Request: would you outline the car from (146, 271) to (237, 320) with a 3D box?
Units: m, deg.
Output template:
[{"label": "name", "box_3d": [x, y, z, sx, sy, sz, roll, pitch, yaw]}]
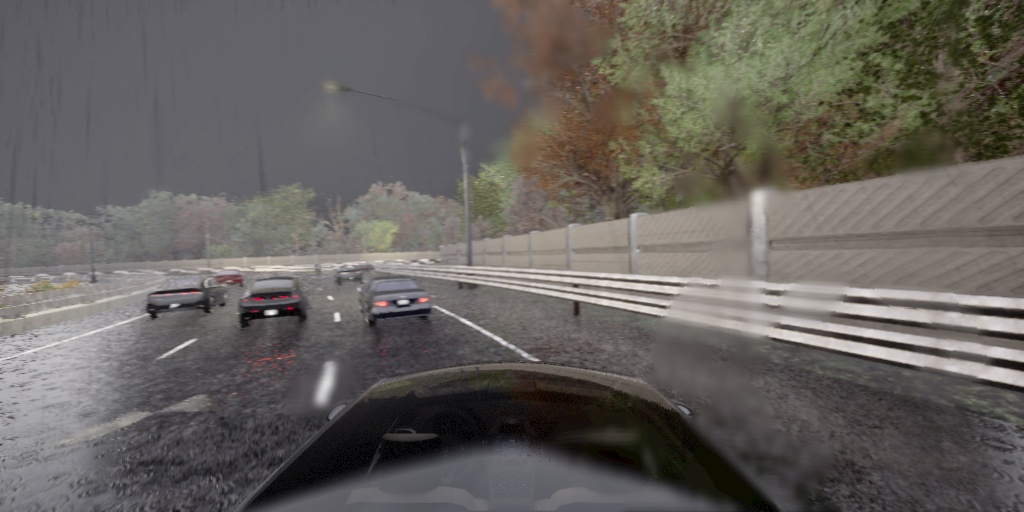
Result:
[{"label": "car", "box_3d": [-13.650, 1.664, 15.326, 2.128, 1.511, 4.902, -2, 0, -29]}]

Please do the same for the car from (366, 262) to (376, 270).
[{"label": "car", "box_3d": [-23.688, 1.746, 58.300, 1.812, 1.442, 4.674, -3, 0, -1]}]

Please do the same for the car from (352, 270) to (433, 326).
[{"label": "car", "box_3d": [-4.178, 1.375, 12.370, 2.033, 1.411, 5.357, -2, 0, -26]}]

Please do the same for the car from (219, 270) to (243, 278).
[{"label": "car", "box_3d": [-24.701, 1.954, 31.219, 1.882, 1.535, 5.008, -2, 0, -40]}]

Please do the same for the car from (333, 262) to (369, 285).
[{"label": "car", "box_3d": [-13.658, 1.548, 29.856, 2.128, 1.511, 4.902, -2, 1, -29]}]

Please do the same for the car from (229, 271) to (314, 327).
[{"label": "car", "box_3d": [-8.449, 1.493, 13.050, 1.837, 1.490, 4.892, -2, 0, -27]}]
